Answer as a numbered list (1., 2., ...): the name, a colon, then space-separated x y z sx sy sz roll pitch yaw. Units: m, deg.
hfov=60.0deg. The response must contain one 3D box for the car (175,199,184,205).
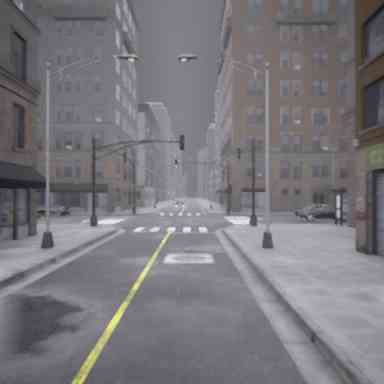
1. car: -2.744 2.244 75.218 1.812 1.442 4.674 0 -1 0

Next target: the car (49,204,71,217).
1. car: -14.742 1.867 34.392 4.313 1.339 1.947 0 0 0

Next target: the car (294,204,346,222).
1. car: 11.391 1.783 28.964 4.902 1.511 2.128 0 0 0

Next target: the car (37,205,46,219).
1. car: -14.754 1.575 26.368 5.009 1.841 2.192 0 0 0
